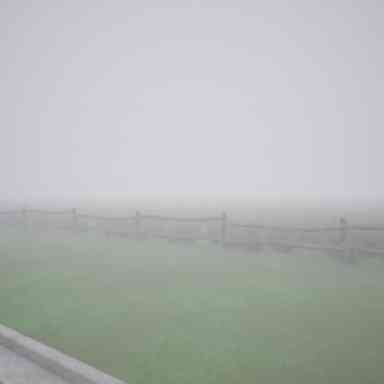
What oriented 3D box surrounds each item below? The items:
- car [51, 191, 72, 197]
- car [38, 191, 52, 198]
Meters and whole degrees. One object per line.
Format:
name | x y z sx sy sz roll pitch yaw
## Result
car | -34.167 1.154 87.266 1.994 1.385 4.181 0 0 12
car | -37.592 1.082 87.988 1.882 1.535 5.008 0 0 12
